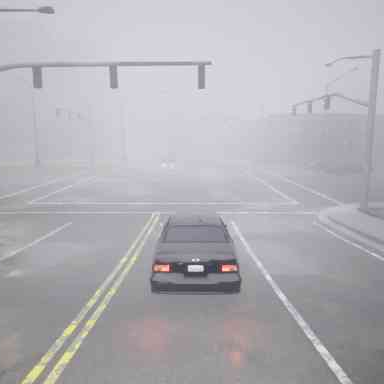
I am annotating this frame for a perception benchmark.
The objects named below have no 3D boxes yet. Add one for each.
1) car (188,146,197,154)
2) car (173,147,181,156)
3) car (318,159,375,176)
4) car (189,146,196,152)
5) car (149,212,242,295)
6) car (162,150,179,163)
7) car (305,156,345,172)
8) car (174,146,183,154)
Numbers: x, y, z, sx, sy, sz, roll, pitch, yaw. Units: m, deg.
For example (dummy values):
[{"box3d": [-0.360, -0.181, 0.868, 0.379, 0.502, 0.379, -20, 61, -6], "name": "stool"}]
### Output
[{"box3d": [0.060, -10.320, 81.097, 2.097, 1.767, 4.553, 0, 9, 0], "name": "car"}, {"box3d": [-3.522, -6.892, 61.013, 1.837, 1.490, 4.892, 0, 9, 0], "name": "car"}, {"box3d": [15.870, -2.387, 33.917, 4.718, 1.301, 1.895, 0, 9, 0], "name": "car"}, {"box3d": [0.067, -11.807, 91.155, 1.994, 1.385, 4.181, 0, 9, 0], "name": "car"}, {"box3d": [0.080, 1.217, 8.409, 2.033, 1.411, 5.357, 0, 4, 0], "name": "car"}, {"box3d": [-3.558, -5.306, 51.535, 2.033, 1.411, 5.357, 0, 9, 0], "name": "car"}, {"box3d": [15.140, -3.196, 37.334, 4.553, 1.767, 2.097, 0, 9, 0], "name": "car"}, {"box3d": [-3.447, -8.516, 71.208, 2.033, 1.411, 5.357, 0, 9, 0], "name": "car"}]
